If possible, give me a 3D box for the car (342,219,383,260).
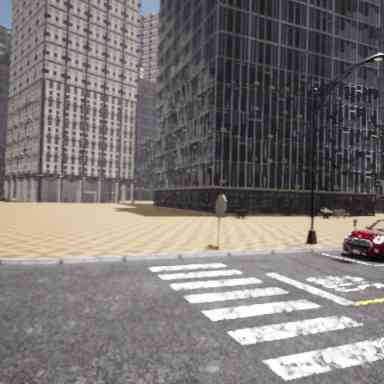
[{"bbox_3d":[8.175,1.813,13.528,4.097,1.590,1.967,2,-1,-22],"label":"car"}]
